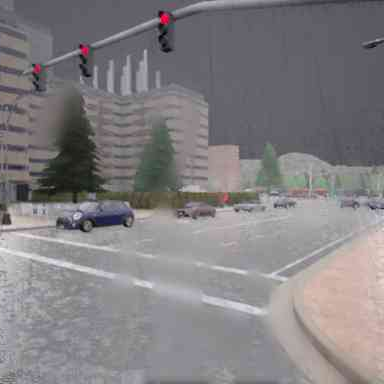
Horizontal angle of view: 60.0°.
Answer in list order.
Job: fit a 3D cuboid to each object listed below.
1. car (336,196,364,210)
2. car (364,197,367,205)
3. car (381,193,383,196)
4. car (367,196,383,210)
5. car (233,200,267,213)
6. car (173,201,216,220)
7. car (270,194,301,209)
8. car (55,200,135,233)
[{"bbox_3d":[20.479,1.464,43.028,1.837,1.490,4.892,0,0,36],"label":"car"},{"bbox_3d":[26.414,1.486,51.219,1.812,1.442,4.674,0,0,36],"label":"car"},{"bbox_3d":[28.978,1.202,48.786,2.150,2.045,5.566,0,0,36],"label":"car"},{"bbox_3d":[23.142,1.543,40.743,1.994,1.385,4.181,0,0,36],"label":"car"},{"bbox_3d":[6.245,1.517,35.653,1.895,1.301,4.718,0,0,36],"label":"car"},{"bbox_3d":[0.285,1.478,27.452,1.994,1.385,4.181,0,0,36],"label":"car"},{"bbox_3d":[12.382,1.422,44.052,1.837,1.490,4.892,0,0,37],"label":"car"},{"bbox_3d":[-5.547,1.265,19.393,2.097,1.767,4.553,0,0,36],"label":"car"}]
